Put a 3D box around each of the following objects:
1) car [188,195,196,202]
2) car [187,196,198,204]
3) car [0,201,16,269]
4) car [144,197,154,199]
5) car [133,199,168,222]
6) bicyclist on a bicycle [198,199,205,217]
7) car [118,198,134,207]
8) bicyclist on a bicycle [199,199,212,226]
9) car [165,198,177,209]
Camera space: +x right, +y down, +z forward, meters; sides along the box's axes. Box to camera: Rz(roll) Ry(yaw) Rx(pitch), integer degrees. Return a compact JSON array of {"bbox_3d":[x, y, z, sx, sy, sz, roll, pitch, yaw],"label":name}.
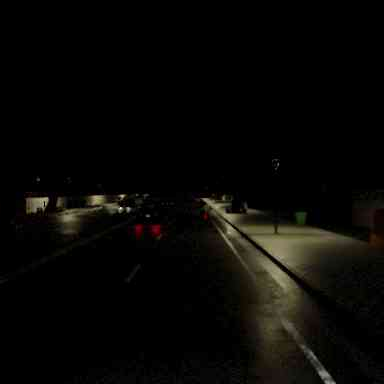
[{"bbox_3d":[0.006,1.554,80.837,2.033,1.411,5.357,0,0,0],"label":"car"},{"bbox_3d":[0.069,1.563,62.592,1.994,1.385,4.181,0,0,0],"label":"car"},{"bbox_3d":[-6.600,1.221,8.152,2.150,2.045,5.566,0,0,0],"label":"car"},{"bbox_3d":[-6.565,1.524,50.494,1.812,1.442,4.674,0,0,0],"label":"car"},{"bbox_3d":[-3.148,1.524,26.066,1.812,1.442,4.674,0,0,0],"label":"car"},{"bbox_3d":[0.896,1.452,30.663,0.582,1.620,1.656,0,0,0],"label":"bicyclist on a bicycle"},{"bbox_3d":[-9.813,1.546,50.495,2.033,1.411,5.357,0,0,0],"label":"car"},{"bbox_3d":[0.898,1.436,22.035,0.866,1.612,1.509,0,0,0],"label":"bicyclist on a bicycle"},{"bbox_3d":[-3.148,1.546,45.568,2.033,1.411,5.357,0,0,0],"label":"car"}]
